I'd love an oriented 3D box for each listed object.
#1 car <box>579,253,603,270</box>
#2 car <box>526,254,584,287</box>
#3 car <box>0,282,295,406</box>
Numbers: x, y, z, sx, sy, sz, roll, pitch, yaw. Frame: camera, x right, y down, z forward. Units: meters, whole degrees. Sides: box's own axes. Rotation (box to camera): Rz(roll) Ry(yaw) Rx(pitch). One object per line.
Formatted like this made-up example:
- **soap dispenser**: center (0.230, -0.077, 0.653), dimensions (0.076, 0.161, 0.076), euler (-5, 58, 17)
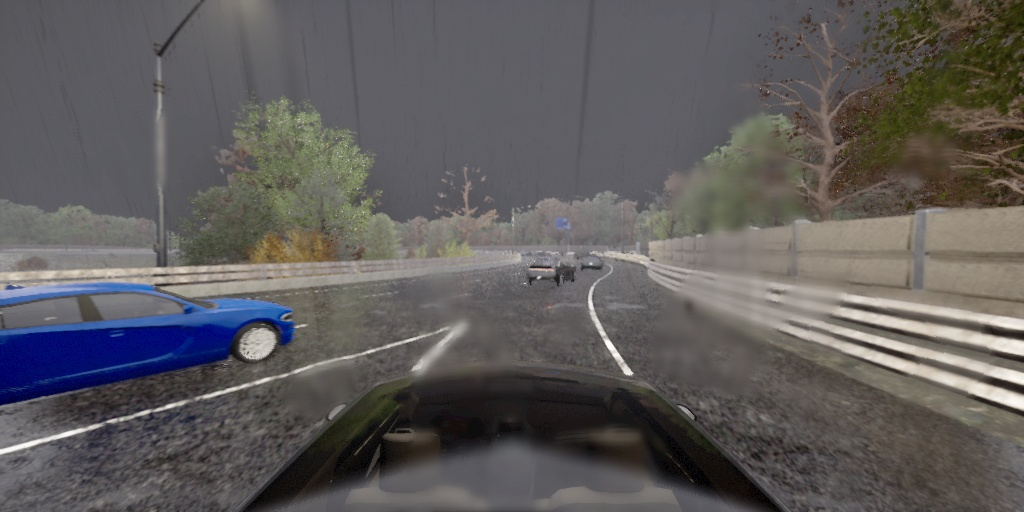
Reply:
- **car**: center (8.028, 0.671, 35.856), dimensions (1.994, 1.385, 4.181), euler (1, 1, 16)
- **car**: center (2.399, 0.874, 20.714), dimensions (2.128, 1.511, 4.902), euler (1, 1, 24)
- **car**: center (-6.094, 1.134, 5.418), dimensions (1.882, 1.535, 5.008), euler (1, 2, 33)
